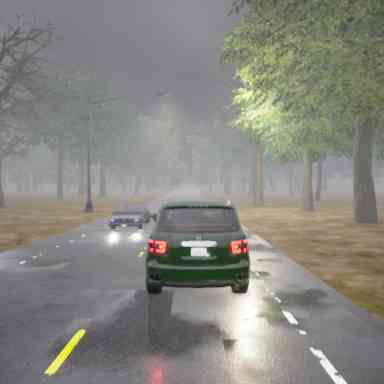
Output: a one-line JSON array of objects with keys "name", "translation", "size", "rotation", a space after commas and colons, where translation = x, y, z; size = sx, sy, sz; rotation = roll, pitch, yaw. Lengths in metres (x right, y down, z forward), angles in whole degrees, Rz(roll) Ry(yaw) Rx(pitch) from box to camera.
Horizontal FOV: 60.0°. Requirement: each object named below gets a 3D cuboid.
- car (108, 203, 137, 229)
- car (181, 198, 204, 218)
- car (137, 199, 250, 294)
[{"name": "car", "translation": [-3.642, 1.392, 20.424], "size": [2.033, 1.411, 5.357], "rotation": [0, 1, 0]}, {"name": "car", "translation": [0.032, 1.293, 28.287], "size": [1.812, 1.442, 4.674], "rotation": [0, 1, 0]}, {"name": "car", "translation": [0.091, 1.177, 8.805], "size": [2.150, 2.045, 5.566], "rotation": [0, 0, -1]}]
